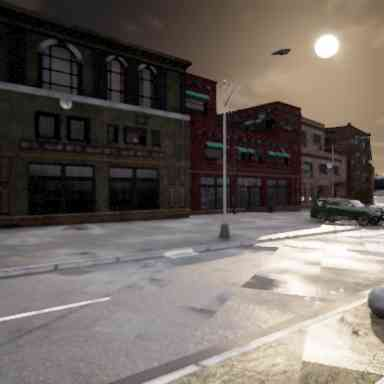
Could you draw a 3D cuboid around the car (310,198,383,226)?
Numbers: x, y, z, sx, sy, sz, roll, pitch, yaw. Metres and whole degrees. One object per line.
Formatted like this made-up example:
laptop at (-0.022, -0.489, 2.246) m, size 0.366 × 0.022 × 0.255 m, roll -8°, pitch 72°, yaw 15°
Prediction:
car at (12.307, 1.526, 26.597) m, size 2.435 × 2.045 × 5.566 m, roll 1°, pitch -1°, yaw -41°
